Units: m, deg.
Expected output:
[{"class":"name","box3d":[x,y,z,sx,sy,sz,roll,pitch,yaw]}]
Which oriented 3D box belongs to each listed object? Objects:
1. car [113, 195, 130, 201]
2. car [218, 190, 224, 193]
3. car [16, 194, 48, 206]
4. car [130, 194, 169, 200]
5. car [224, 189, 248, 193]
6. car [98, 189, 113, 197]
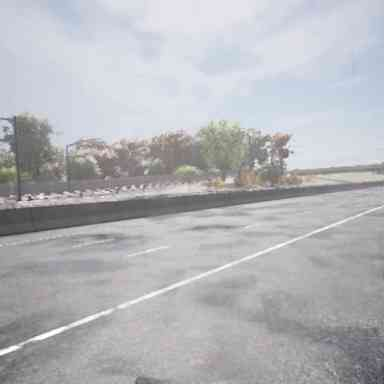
[{"class":"car","box3d":[-7.212,1.125,40.381,2.128,1.511,4.902,-2,1,39]},{"class":"car","box3d":[5.731,0.355,56.131,1.837,1.490,4.892,-2,0,40]},{"class":"car","box3d":[-22.250,1.082,46.390,2.128,1.511,4.902,-3,2,16]},{"class":"car","box3d":[-4.355,1.036,38.353,1.837,1.490,4.892,-2,1,39]},{"class":"car","box3d":[7.587,0.311,52.904,1.837,1.490,4.892,-2,1,40]},{"class":"car","box3d":[-16.597,0.124,64.648,1.812,1.442,4.674,-3,3,18]}]
